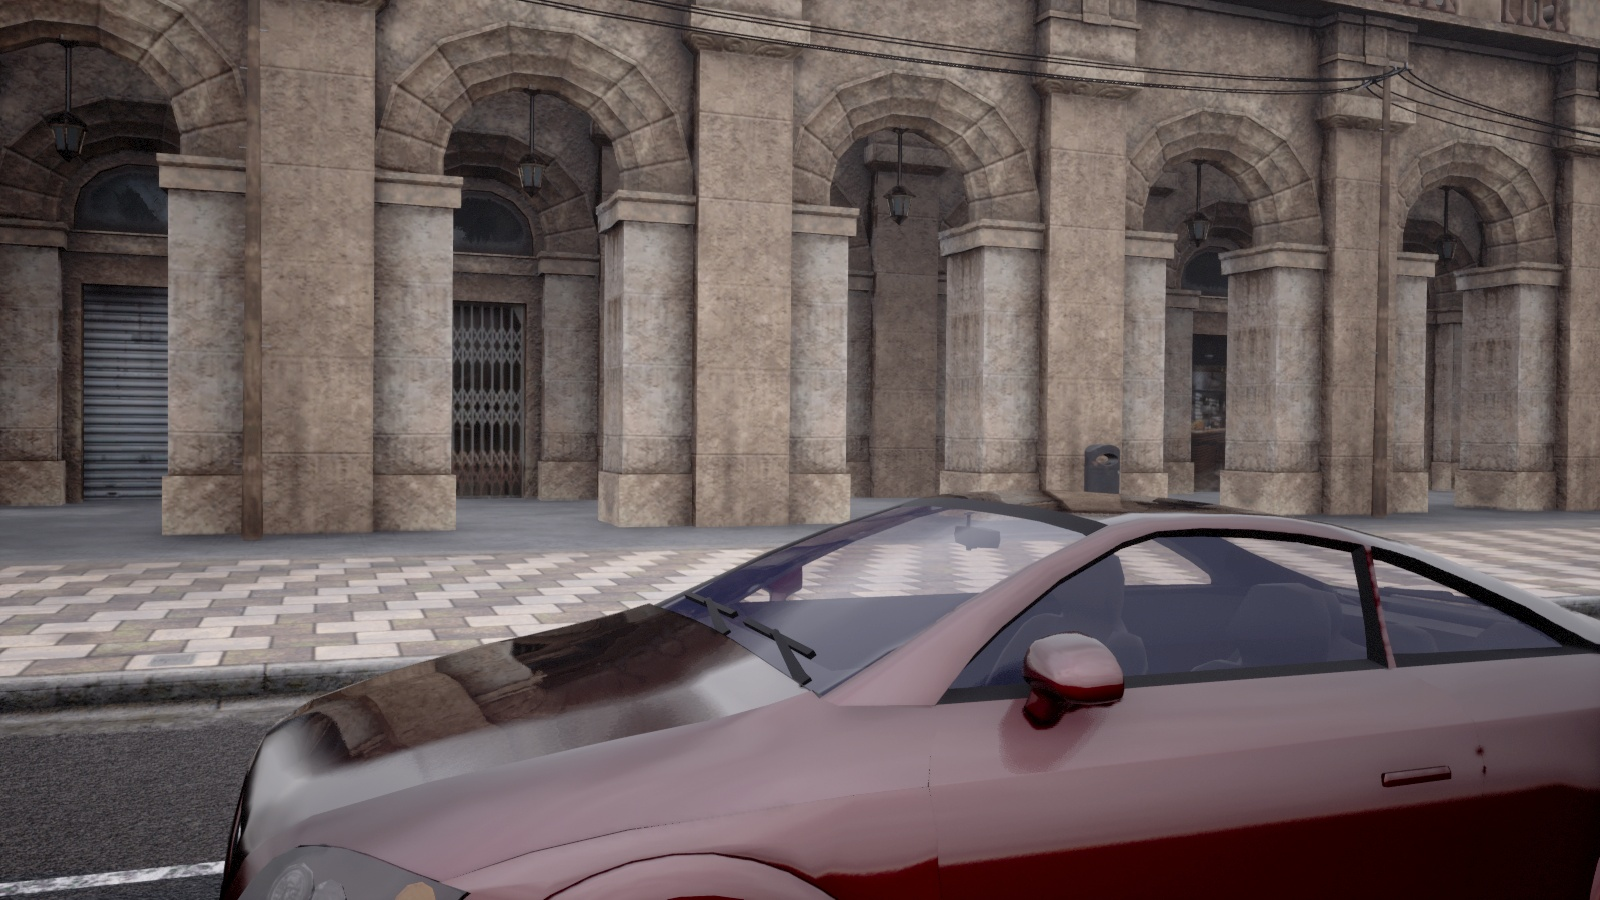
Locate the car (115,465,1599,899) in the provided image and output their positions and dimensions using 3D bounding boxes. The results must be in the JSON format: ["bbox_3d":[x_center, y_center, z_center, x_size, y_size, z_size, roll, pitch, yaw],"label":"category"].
[{"bbox_3d":[0.623,0.799,3.482,4.181,1.385,1.994,-1,1,-21],"label":"car"}]
